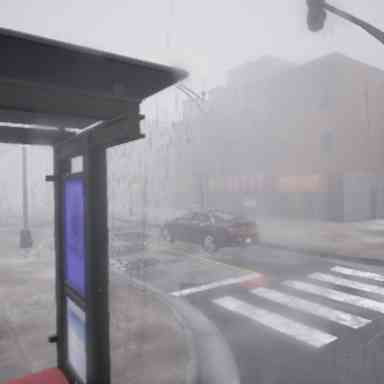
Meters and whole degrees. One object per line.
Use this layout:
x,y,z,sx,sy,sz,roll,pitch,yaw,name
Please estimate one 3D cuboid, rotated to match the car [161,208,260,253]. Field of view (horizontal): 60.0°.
0.537,1.420,13.459,1.837,1.490,4.892,0,0,-36,car
